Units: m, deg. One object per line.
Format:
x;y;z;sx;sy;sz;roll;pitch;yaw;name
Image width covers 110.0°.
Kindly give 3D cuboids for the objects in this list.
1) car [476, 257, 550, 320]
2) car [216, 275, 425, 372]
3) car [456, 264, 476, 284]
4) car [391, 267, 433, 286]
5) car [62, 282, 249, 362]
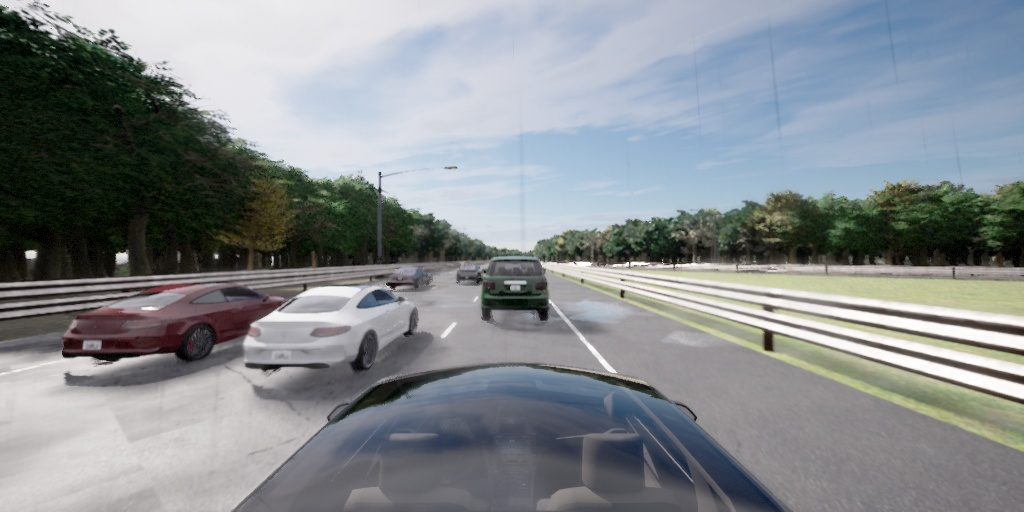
0.103;1.050;13.149;2.150;2.045;5.566;0;0;0;car
-3.407;1.316;7.626;1.812;1.442;4.674;0;0;0;car
-3.378;1.431;29.585;2.128;1.511;4.902;1;0;0;car
-6.889;1.455;24.605;2.033;1.411;5.357;1;0;0;car
-6.912;1.320;8.213;1.812;1.442;4.674;0;0;0;car
